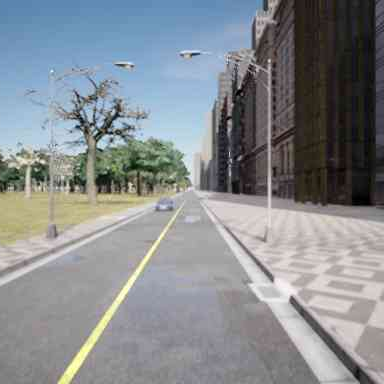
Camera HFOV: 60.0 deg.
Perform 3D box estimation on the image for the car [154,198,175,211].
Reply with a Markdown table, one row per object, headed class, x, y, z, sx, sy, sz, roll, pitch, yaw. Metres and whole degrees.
| class | x | y | z | sx | sy | sz | roll | pitch | yaw |
| --- | --- | --- | --- | --- | --- | --- | --- | --- | --- |
| car | -2.996 | 1.362 | 37.286 | 1.812 | 1.442 | 4.674 | 0 | 0 | 0 |
